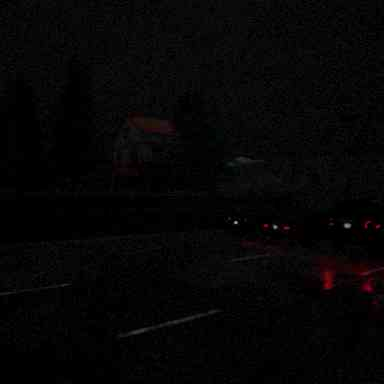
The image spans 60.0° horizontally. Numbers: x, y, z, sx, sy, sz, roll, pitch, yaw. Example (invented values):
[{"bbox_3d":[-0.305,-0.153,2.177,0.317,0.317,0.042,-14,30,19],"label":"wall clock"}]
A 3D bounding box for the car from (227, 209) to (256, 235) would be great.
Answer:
[{"bbox_3d":[4.085,1.701,19.686,4.181,1.385,1.994,1,0,-35],"label":"car"}]

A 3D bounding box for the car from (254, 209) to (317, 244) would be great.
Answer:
[{"bbox_3d":[5.855,1.681,16.650,5.357,1.411,2.033,1,0,-35],"label":"car"}]

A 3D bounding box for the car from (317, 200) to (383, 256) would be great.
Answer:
[{"bbox_3d":[7.910,1.351,13.817,5.566,2.045,2.150,1,0,-35],"label":"car"}]
